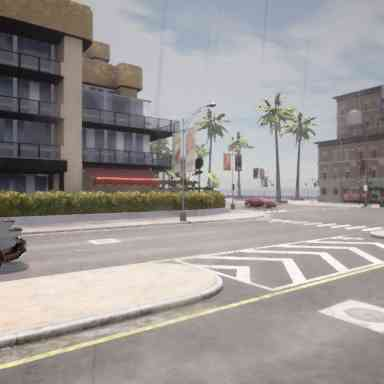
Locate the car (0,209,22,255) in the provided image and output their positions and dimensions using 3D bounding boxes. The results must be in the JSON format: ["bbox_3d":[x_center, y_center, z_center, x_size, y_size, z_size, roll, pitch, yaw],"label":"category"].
[{"bbox_3d":[-8.898,1.492,11.773,4.902,1.511,2.128,0,0,-35],"label":"car"}]

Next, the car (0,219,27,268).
[{"bbox_3d":[-7.086,1.492,8.770,4.902,1.511,2.128,0,0,-36],"label":"car"}]

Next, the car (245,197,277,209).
[{"bbox_3d":[9.549,1.476,46.183,1.882,1.535,5.008,0,0,-35],"label":"car"}]
